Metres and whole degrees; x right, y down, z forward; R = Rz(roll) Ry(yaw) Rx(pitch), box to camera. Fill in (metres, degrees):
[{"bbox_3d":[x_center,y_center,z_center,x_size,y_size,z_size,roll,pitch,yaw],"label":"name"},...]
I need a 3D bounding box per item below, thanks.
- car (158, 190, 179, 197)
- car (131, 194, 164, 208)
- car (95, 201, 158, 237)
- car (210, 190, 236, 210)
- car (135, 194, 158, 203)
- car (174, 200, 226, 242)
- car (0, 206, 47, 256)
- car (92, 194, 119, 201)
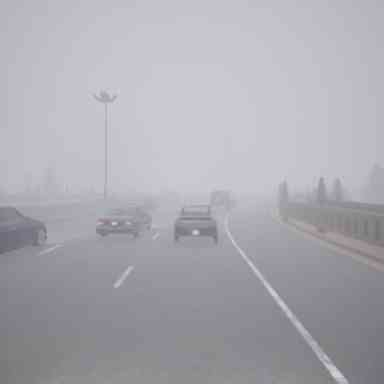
[{"bbox_3d":[-4.216,0.689,56.082,2.150,2.045,5.566,0,1,26],"label":"car"},{"bbox_3d":[-4.802,1.232,32.385,2.033,1.411,5.357,0,1,12],"label":"car"},{"bbox_3d":[-3.249,1.386,16.855,2.033,1.411,5.357,0,1,2],"label":"car"},{"bbox_3d":[3.405,0.844,36.352,2.150,2.045,5.566,0,1,16],"label":"car"},{"bbox_3d":[-7.699,1.043,56.911,1.994,1.385,4.181,0,1,25],"label":"car"},{"bbox_3d":[0.217,1.345,15.352,2.128,1.511,4.902,0,1,2],"label":"car"},{"bbox_3d":[-6.878,1.244,11.486,2.097,1.767,4.553,0,1,0],"label":"car"},{"bbox_3d":[-13.499,1.085,52.398,2.033,1.411,5.357,0,0,22],"label":"car"}]
